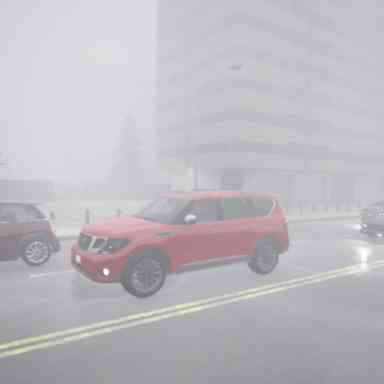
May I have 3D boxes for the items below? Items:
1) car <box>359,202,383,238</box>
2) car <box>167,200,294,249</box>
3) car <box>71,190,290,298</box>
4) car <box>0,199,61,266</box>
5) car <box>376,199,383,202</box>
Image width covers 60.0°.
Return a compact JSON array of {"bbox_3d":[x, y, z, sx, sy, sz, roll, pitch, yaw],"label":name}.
[{"bbox_3d":[9.705,1.336,14.772,5.357,1.411,2.033,0,2,-34],"label":"car"},{"bbox_3d":[1.675,1.147,13.561,4.902,1.511,2.128,0,2,-34],"label":"car"},{"bbox_3d":[0.020,0.988,8.207,5.566,2.045,2.150,0,2,-34],"label":"car"},{"bbox_3d":[-5.857,0.991,8.457,4.553,1.767,2.097,0,2,-34],"label":"car"},{"bbox_3d":[12.480,1.186,20.861,4.892,1.490,1.837,0,2,-34],"label":"car"}]
